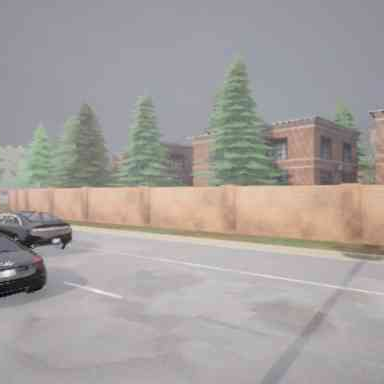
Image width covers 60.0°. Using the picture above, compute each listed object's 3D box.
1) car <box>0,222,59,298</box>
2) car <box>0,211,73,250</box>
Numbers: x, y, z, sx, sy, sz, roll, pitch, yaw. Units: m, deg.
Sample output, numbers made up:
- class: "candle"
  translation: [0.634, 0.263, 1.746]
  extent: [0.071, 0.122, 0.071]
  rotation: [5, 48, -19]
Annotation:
- class: "car"
  translation: [-5.225, 1.566, 7.682]
  extent: [4.181, 1.385, 1.994]
  rotation: [0, 0, 36]
- class: "car"
  translation: [-6.705, 1.495, 13.100]
  extent: [4.902, 1.511, 2.128]
  rotation: [0, 0, 36]
